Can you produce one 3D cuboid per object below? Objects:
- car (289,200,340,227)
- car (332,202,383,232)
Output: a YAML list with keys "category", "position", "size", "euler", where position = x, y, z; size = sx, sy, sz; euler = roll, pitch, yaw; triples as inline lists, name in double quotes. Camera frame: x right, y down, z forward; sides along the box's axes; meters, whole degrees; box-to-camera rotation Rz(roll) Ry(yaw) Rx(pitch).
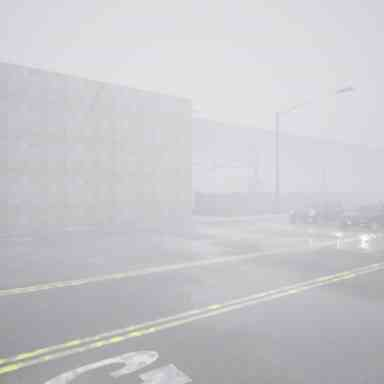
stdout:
- category: "car"
  position: [8.827, 1.353, 23.186]
  size: [4.553, 1.767, 2.097]
  euler: [0, 0, -36]
- category: "car"
  position: [10.951, 1.506, 20.404]
  size: [4.892, 1.490, 1.837]
  euler: [0, 0, -36]
